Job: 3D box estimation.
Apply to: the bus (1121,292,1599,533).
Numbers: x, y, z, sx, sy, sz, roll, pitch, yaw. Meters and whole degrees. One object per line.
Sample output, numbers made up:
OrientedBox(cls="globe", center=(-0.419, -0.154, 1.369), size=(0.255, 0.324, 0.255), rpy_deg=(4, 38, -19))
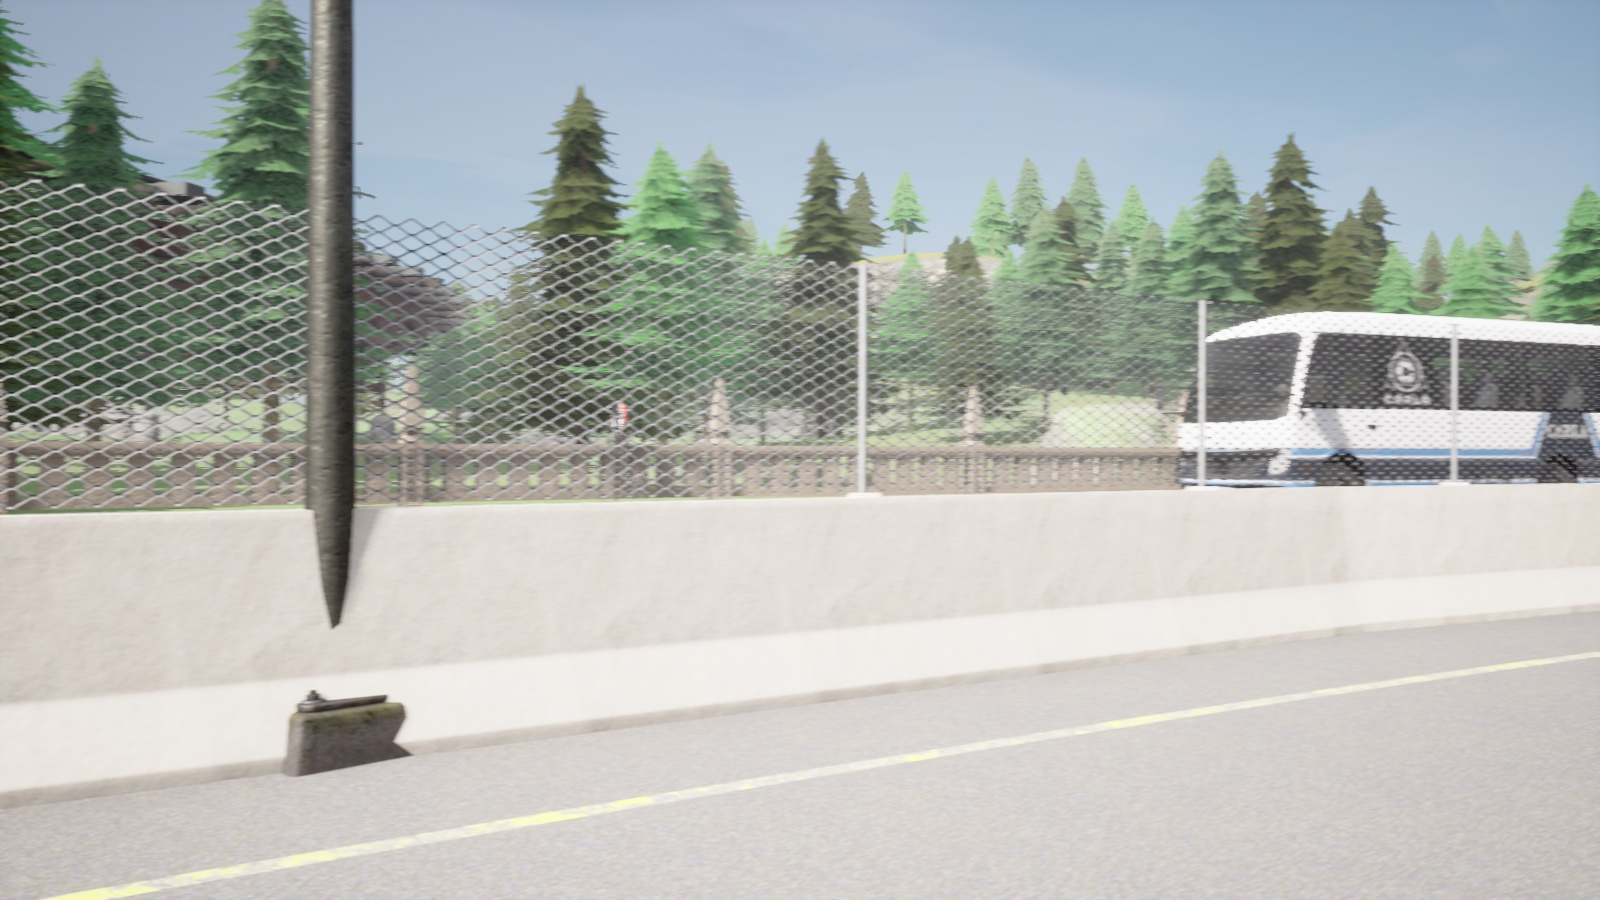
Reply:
OrientedBox(cls="bus", center=(12.107, -0.652, 25.801), size=(10.273, 4.253, 3.944), rpy_deg=(0, 0, -21))
